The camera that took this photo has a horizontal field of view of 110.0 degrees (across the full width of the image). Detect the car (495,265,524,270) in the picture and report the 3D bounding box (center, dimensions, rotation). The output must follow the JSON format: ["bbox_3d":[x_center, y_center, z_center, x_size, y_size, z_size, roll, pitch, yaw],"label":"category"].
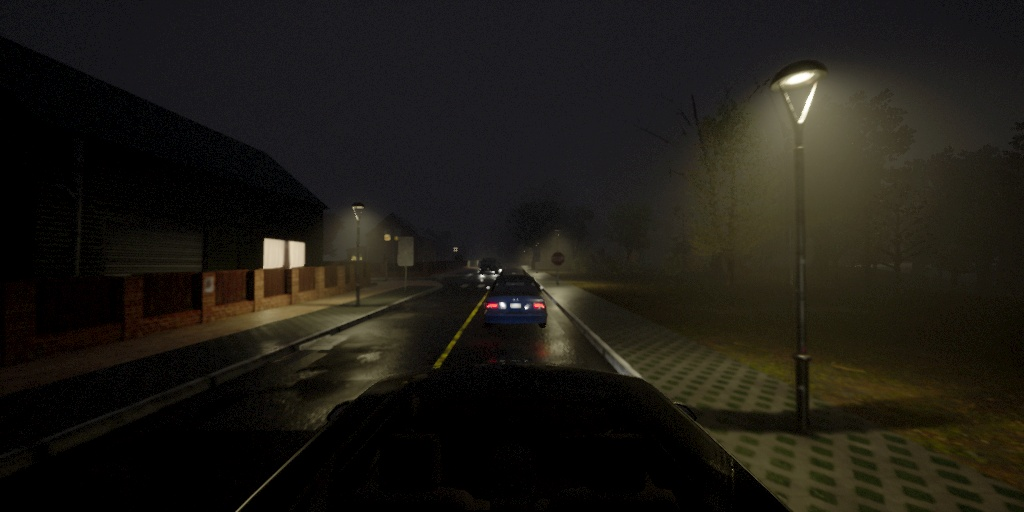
[{"bbox_3d":[0.090,1.443,22.743,1.895,1.301,4.718,0,0,0],"label":"car"}]

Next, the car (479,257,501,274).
[{"bbox_3d":[-2.823,1.188,44.930,2.150,2.045,5.566,0,0,0],"label":"car"}]

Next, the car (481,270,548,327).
[{"bbox_3d":[0.094,1.337,11.715,2.033,1.411,5.357,0,0,0],"label":"car"}]
